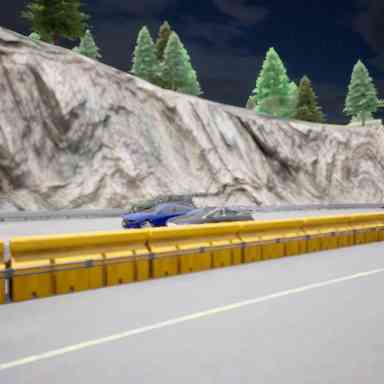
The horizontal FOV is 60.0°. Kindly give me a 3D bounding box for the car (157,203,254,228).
[{"bbox_3d":[0.994,1.497,17.110,4.902,1.511,2.128,0,0,-32],"label":"car"}]

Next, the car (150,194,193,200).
[{"bbox_3d":[-2.332,1.227,27.423,5.566,2.045,2.150,0,0,-31],"label":"car"}]

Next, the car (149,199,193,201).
[{"bbox_3d":[-1.418,1.510,23.851,4.892,1.490,1.837,0,0,-31],"label":"car"}]

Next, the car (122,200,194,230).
[{"bbox_3d":[-1.612,1.482,19.616,5.008,1.535,1.882,0,0,-32],"label":"car"}]
